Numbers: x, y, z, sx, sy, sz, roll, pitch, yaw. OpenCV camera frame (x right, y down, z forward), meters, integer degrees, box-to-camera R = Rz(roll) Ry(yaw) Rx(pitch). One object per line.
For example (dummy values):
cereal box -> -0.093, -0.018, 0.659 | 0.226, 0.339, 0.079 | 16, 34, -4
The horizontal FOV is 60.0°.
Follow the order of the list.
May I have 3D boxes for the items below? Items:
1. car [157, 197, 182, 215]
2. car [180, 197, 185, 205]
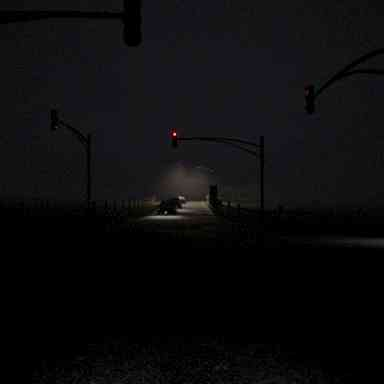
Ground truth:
car -> -2.465, 1.554, 34.216 | 2.033, 1.411, 5.357 | 0, 0, 0
car -> -2.322, 1.515, 44.513 | 1.837, 1.490, 4.892 | 0, 0, 1
